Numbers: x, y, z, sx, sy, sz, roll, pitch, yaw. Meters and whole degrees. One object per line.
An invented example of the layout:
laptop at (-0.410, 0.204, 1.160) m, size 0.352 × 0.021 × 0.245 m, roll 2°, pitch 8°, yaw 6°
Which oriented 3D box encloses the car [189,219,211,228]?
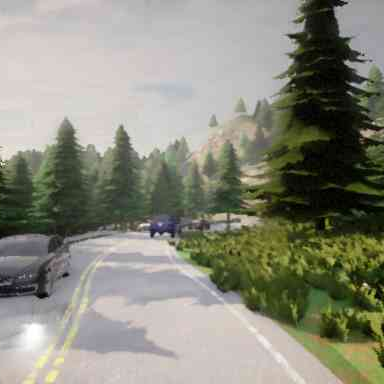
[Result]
car at (1.010, 4.180, 42.394) m, size 1.812 × 1.442 × 4.674 m, roll 0°, pitch -4°, yaw 21°

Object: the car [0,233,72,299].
car at (-4.680, 1.972, 9.478) m, size 1.837 × 1.490 × 4.892 m, roll -1°, pitch -4°, yaw -11°

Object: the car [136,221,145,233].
car at (-4.479, 3.733, 36.681) m, size 1.812 × 1.442 × 4.674 m, roll 0°, pitch -4°, yaw 15°

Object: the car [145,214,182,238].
car at (-2.298, 3.042, 30.427) m, size 2.150 × 2.045 × 5.566 m, roll 0°, pitch -4°, yaw 8°
